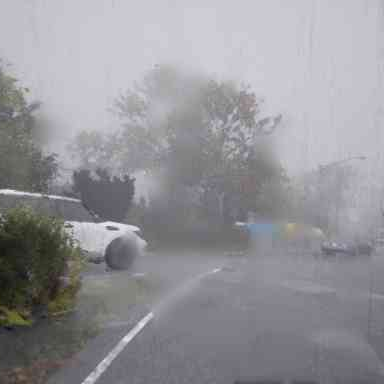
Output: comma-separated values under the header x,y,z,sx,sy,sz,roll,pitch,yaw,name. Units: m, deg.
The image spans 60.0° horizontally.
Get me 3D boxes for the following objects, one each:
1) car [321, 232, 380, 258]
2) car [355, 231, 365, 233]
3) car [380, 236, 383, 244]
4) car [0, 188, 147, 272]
x,y,z,sx,sy,sz,roll,pitch,yaw,name
10.484,3.581,22.184,2.033,1.411,5.357,-2,-8,44,car
33.096,8.467,65.851,2.097,1.767,4.553,0,-3,10,car
26.068,6.563,43.165,2.033,1.411,5.357,-1,-7,26,car
-3.981,1.102,9.352,5.566,2.045,2.150,8,-7,-38,car
